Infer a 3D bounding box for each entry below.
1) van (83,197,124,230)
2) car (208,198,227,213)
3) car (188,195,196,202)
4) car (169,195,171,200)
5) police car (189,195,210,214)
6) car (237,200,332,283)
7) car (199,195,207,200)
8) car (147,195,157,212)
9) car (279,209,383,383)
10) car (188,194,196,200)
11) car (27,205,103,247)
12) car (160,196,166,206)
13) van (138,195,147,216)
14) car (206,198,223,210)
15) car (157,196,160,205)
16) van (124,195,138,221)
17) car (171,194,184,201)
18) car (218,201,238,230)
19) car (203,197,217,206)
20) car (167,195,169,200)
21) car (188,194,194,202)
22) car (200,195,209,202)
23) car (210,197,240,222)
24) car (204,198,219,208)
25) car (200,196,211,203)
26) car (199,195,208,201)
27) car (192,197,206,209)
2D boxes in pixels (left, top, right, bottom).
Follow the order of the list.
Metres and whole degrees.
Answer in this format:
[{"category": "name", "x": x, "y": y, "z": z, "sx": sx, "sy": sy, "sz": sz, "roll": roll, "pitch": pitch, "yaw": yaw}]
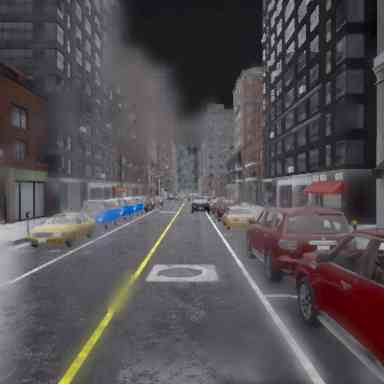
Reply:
[{"category": "van", "x": -5.679, "y": 1.331, "z": 20.754, "sx": 1.690, "sy": 1.788, "sz": 3.998, "roll": -1, "pitch": 0, "yaw": 0}, {"category": "car", "x": 2.857, "y": 1.503, "z": 37.682, "sx": 1.752, "sy": 1.417, "sz": 4.829, "roll": -1, "pitch": 0, "yaw": 0}, {"category": "car", "x": 0.001, "y": 1.424, "z": 72.015, "sx": 1.837, "sy": 1.490, "sz": 4.892, "roll": 0, "pitch": 0, "yaw": 0}, {"category": "car", "x": -5.675, "y": 1.459, "z": 87.784, "sx": 1.887, "sy": 1.381, "sz": 4.507, "roll": -1, "pitch": 0, "yaw": 0}, {"category": "police car", "x": 0.900, "y": 1.405, "z": 35.849, "sx": 1.930, "sy": 1.638, "sz": 5.238, "roll": 0, "pitch": 0, "yaw": 0}, {"category": "car", "x": 2.848, "y": 1.311, "z": 9.583, "sx": 2.192, "sy": 1.841, "sz": 5.009, "roll": -1, "pitch": 0, "yaw": 0}, {"category": "car", "x": 2.870, "y": 1.496, "z": 87.785, "sx": 1.802, "sy": 1.307, "sz": 4.206, "roll": -1, "pitch": 0, "yaw": 0}, {"category": "car", "x": -5.679, "y": 1.293, "z": 37.512, "sx": 2.192, "sy": 1.841, "sz": 5.009, "roll": -1, "pitch": 0, "yaw": 0}, {"category": "car", "x": 2.846, "y": 1.313, "z": 3.996, "sx": 2.192, "sy": 1.841, "sz": 5.009, "roll": -1, "pitch": 0, "yaw": 0}, {"category": "car", "x": 0.001, "y": 1.338, "z": 86.916, "sx": 1.882, "sy": 1.535, "sz": 5.008, "roll": 0, "pitch": 0, "yaw": 0}, {"category": "car", "x": -5.677, "y": 1.519, "z": 14.999, "sx": 1.752, "sy": 1.417, "sz": 4.829, "roll": -1, "pitch": 0, "yaw": 0}, {"category": "car", "x": -5.677, "y": 1.401, "z": 54.269, "sx": 1.967, "sy": 1.590, "sz": 4.097, "roll": -1, "pitch": 0, "yaw": 0}, {"category": "van", "x": -5.679, "y": 1.323, "z": 31.926, "sx": 1.690, "sy": 1.788, "sz": 3.998, "roll": -1, "pitch": 0, "yaw": 0}, {"category": "car", "x": 2.859, "y": 1.538, "z": 43.098, "sx": 1.947, "sy": 1.339, "sz": 4.313, "roll": -1, "pitch": 0, "yaw": 0}, {"category": "car", "x": -5.677, "y": 1.412, "z": 43.098, "sx": 1.967, "sy": 1.590, "sz": 4.097, "roll": -1, "pitch": 0, "yaw": 0}, {"category": "van", "x": -5.679, "y": 1.328, "z": 26.341, "sx": 1.690, "sy": 1.788, "sz": 3.998, "roll": -1, "pitch": 0, "yaw": 0}, {"category": "car", "x": -3.000, "y": 1.276, "z": 76.774, "sx": 2.097, "sy": 1.767, "sz": 4.553, "roll": 0, "pitch": 0, "yaw": 0}, {"category": "car", "x": 2.853, "y": 1.515, "z": 20.924, "sx": 1.752, "sy": 1.417, "sz": 4.829, "roll": -1, "pitch": 0, "yaw": 0}, {"category": "car", "x": 2.862, "y": 1.512, "z": 54.269, "sx": 2.008, "sy": 1.369, "sz": 4.403, "roll": -1, "pitch": 0, "yaw": 0}, {"category": "car", "x": -5.675, "y": 1.537, "z": 59.855, "sx": 1.802, "sy": 1.307, "sz": 4.206, "roll": -1, "pitch": 0, "yaw": 0}, {"category": "car", "x": 0.838, "y": 1.328, "z": 51.699, "sx": 2.097, "sy": 1.767, "sz": 4.553, "roll": 0, "pitch": 0, "yaw": -1}, {"category": "car", "x": 2.867, "y": 1.457, "z": 76.783, "sx": 1.752, "sy": 1.417, "sz": 4.829, "roll": -1, "pitch": 0, "yaw": 0}, {"category": "car", "x": 2.852, "y": 1.302, "z": 26.340, "sx": 2.192, "sy": 1.841, "sz": 5.009, "roll": -1, "pitch": 0, "yaw": 0}, {"category": "car", "x": 2.860, "y": 1.533, "z": 48.684, "sx": 1.947, "sy": 1.339, "sz": 4.313, "roll": -1, "pitch": 0, "yaw": 0}, {"category": "car", "x": 2.866, "y": 1.491, "z": 71.027, "sx": 2.008, "sy": 1.369, "sz": 4.403, "roll": -1, "pitch": 0, "yaw": 0}, {"category": "car", "x": 2.869, "y": 1.489, "z": 82.199, "sx": 1.947, "sy": 1.339, "sz": 4.313, "roll": -1, "pitch": 0, "yaw": 0}, {"category": "car", "x": 0.900, "y": 1.481, "z": 45.739, "sx": 1.837, "sy": 1.490, "sz": 4.892, "roll": 0, "pitch": 0, "yaw": 0}]
